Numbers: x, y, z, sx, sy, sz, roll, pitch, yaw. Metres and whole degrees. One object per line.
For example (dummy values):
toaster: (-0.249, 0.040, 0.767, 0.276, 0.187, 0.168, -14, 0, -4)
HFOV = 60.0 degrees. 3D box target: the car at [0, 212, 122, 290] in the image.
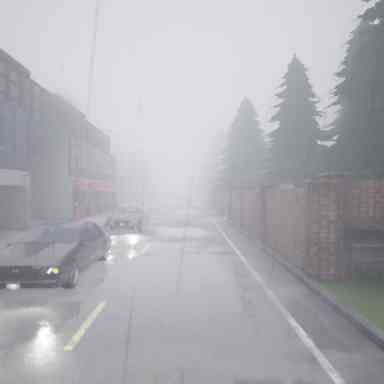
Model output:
car: (-3.653, 1.532, 9.425, 2.033, 1.411, 5.357, 0, 0, 0)

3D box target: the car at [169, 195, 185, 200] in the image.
car: (-3.455, 1.368, 83.226, 1.895, 1.301, 4.718, 0, 0, -22)

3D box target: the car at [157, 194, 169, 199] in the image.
car: (-7.985, 1.210, 92.368, 1.994, 1.385, 4.181, 0, 0, -34)

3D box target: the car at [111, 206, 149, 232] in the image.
car: (-3.699, 1.520, 19.490, 1.994, 1.385, 4.181, 0, 0, 0)
